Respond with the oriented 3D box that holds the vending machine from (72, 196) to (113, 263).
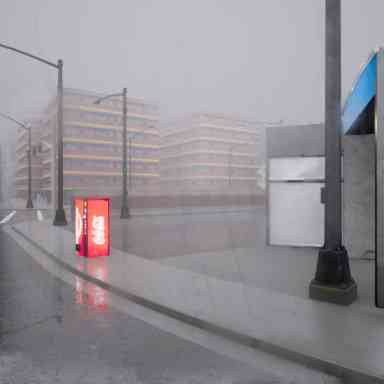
[{"bbox_3d":[-3.361,1.195,11.256,1.100,2.100,0.880,0,0,-36],"label":"vending machine"}]
